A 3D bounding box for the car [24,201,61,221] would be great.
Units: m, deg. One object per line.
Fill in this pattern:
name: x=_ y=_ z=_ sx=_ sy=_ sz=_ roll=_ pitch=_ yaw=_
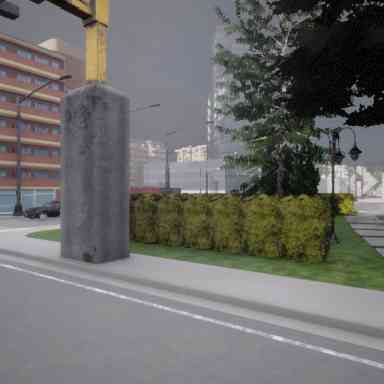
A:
car: x=-11.461 y=1.478 z=27.966 sx=1.882 sy=1.535 sz=5.008 roll=0 pitch=1 yaw=36
